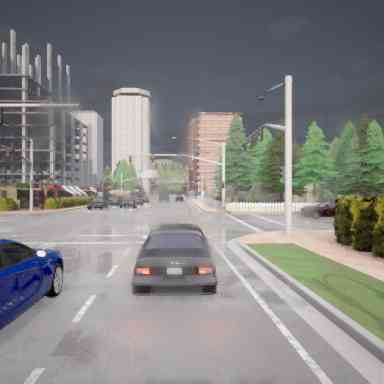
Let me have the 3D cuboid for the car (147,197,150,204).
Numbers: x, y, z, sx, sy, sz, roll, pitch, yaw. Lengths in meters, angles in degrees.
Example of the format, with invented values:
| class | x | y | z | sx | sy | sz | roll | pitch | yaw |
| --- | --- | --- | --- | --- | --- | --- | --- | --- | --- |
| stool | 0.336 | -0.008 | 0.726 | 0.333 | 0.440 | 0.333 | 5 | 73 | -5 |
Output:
| class | x | y | z | sx | sy | sz | roll | pitch | yaw |
| --- | --- | --- | --- | --- | --- | --- | --- | --- | --- |
| car | -9.502 | 1.564 | 65.754 | 1.994 | 1.385 | 4.181 | 0 | 0 | -1 |

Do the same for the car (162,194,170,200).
| class | x | y | z | sx | sy | sz | roll | pitch | yaw |
| --- | --- | --- | --- | --- | --- | --- | --- | --- | --- |
| car | -6.665 | 1.351 | 84.745 | 1.812 | 1.442 | 4.674 | 0 | 0 | -2 |

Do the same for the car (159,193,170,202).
| class | x | y | z | sx | sy | sz | roll | pitch | yaw |
| --- | --- | --- | --- | --- | --- | --- | --- | --- | --- |
| car | -6.317 | 1.217 | 75.211 | 2.150 | 2.045 | 5.566 | 0 | 0 | -2 |

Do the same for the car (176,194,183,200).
| class | x | y | z | sx | sy | sz | roll | pitch | yaw |
| --- | --- | --- | --- | --- | --- | --- | --- | --- | --- |
| car | -3.167 | 1.326 | 84.873 | 1.837 | 1.490 | 4.892 | 0 | 0 | -2 |

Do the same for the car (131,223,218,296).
| class | x | y | z | sx | sy | sz | roll | pitch | yaw |
| --- | --- | --- | --- | --- | --- | --- | --- | --- | --- |
| car | -0.409 | 1.547 | 8.820 | 2.033 | 1.411 | 5.357 | 0 | 0 | -2 |

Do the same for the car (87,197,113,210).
| class | x | y | z | sx | sy | sz | roll | pitch | yaw |
| --- | --- | --- | --- | --- | --- | --- | --- | --- | --- |
| car | -12.278 | 1.547 | 43.820 | 2.033 | 1.411 | 5.357 | 0 | 0 | -2 |

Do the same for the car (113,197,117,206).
| class | x | y | z | sx | sy | sz | roll | pitch | yaw |
| --- | --- | --- | --- | --- | --- | --- | --- | --- | --- |
| car | -12.635 | 1.547 | 53.858 | 2.033 | 1.411 | 5.357 | 0 | 0 | -2 |

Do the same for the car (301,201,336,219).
| class | x | y | z | sx | sy | sz | roll | pitch | yaw |
| --- | --- | --- | --- | --- | --- | --- | --- | --- | --- |
| car | 11.779 | 1.478 | 28.178 | 5.008 | 1.535 | 1.882 | 0 | 0 | -1 |

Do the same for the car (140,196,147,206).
| class | x | y | z | sx | sy | sz | roll | pitch | yaw |
| --- | --- | --- | --- | --- | --- | --- | --- | --- | --- |
| car | -9.175 | 1.564 | 55.191 | 1.994 | 1.385 | 4.181 | 0 | 0 | -2 |

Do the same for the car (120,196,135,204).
| class | x | y | z | sx | sy | sz | roll | pitch | yaw |
| --- | --- | --- | --- | --- | --- | --- | --- | --- | --- |
| car | -13.051 | 1.547 | 67.642 | 2.033 | 1.411 | 5.357 | 0 | 0 | -2 |

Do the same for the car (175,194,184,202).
| class | x | y | z | sx | sy | sz | roll | pitch | yaw |
| --- | --- | --- | --- | --- | --- | --- | --- | --- | --- |
| car | -2.831 | 1.493 | 75.659 | 1.837 | 1.490 | 4.892 | 0 | 0 | -2 |

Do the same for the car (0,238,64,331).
| class | x | y | z | sx | sy | sz | roll | pitch | yaw |
| --- | --- | --- | --- | --- | --- | --- | --- | --- | --- |
| car | -3.723 | 1.478 | 5.526 | 1.882 | 1.535 | 5.008 | 0 | 0 | -3 |

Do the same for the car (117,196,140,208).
| class | x | y | z | sx | sy | sz | roll | pitch | yaw |
| --- | --- | --- | --- | --- | --- | --- | --- | --- | --- |
| car | -8.881 | 1.564 | 46.829 | 1.994 | 1.385 | 4.181 | 0 | 0 | -2 |

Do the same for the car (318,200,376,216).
| class | x | y | z | sx | sy | sz | roll | pitch | yaw |
| --- | --- | --- | --- | --- | --- | --- | --- | --- | --- |
| car | 14.714 | 1.526 | 31.691 | 4.674 | 1.442 | 1.812 | 0 | 0 | -1 |
